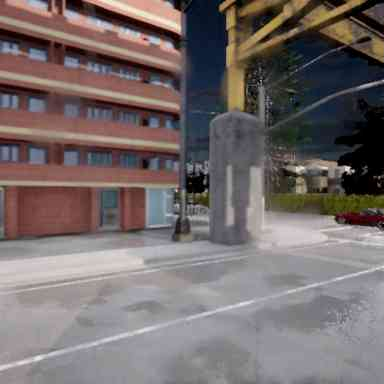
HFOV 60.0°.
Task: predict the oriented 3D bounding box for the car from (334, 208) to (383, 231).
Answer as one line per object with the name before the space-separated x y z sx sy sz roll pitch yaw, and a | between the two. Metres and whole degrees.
car | 11.636 1.695 21.507 1.895 1.301 4.718 0 0 -26

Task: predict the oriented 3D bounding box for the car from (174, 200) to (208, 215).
car | -0.243 1.605 34.877 1.812 1.442 4.674 0 0 -35
